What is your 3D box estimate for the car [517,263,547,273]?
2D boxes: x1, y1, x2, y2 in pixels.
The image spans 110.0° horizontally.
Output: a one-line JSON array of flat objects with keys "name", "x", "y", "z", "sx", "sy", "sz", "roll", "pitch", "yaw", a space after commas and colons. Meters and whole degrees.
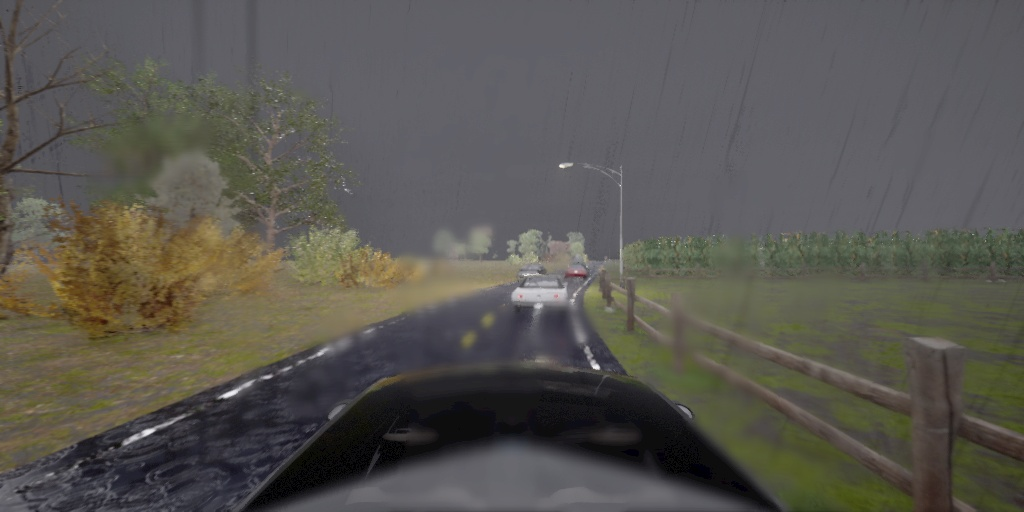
[{"name": "car", "x": 1.716, "y": 1.370, "z": 29.369, "sx": 2.128, "sy": 1.511, "sz": 4.902, "roll": 0, "pitch": 0, "yaw": 15}]

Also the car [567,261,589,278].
[{"name": "car", "x": 6.624, "y": 1.471, "z": 36.053, "sx": 1.994, "sy": 1.385, "sz": 4.181, "roll": 0, "pitch": 0, "yaw": 15}]

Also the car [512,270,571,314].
[{"name": "car", "x": 1.269, "y": 1.418, "z": 14.253, "sx": 1.895, "sy": 1.301, "sz": 4.718, "roll": 0, "pitch": 0, "yaw": 9}]
